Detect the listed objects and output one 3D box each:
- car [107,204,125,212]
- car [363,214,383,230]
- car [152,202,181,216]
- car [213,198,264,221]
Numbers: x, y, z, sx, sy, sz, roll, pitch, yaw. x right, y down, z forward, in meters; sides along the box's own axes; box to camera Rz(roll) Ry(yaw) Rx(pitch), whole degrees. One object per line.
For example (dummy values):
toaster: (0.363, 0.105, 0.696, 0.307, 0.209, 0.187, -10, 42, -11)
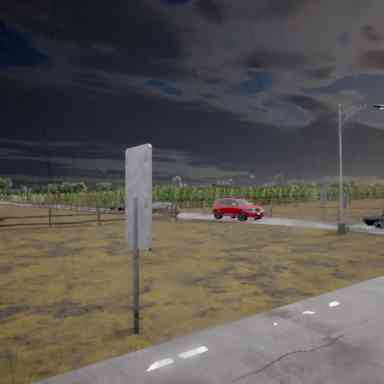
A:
car: (-12.249, 2.607, 54.534, 1.895, 1.301, 4.718, 0, -1, -36)
car: (13.255, 1.727, 20.284, 4.718, 1.301, 1.895, -2, -1, 44)
car: (-3.296, 2.004, 41.971, 2.097, 1.767, 4.553, 0, -1, -36)
car: (4.250, 1.624, 31.495, 2.150, 2.045, 5.566, 0, -1, -35)
